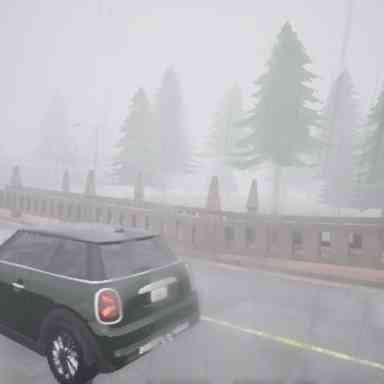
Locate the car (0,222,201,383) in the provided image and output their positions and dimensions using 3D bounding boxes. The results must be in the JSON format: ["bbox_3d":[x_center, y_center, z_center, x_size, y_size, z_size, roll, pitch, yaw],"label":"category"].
[{"bbox_3d":[-2.151,1.290,5.509,4.553,1.767,2.097,1,1,35],"label":"car"}]
